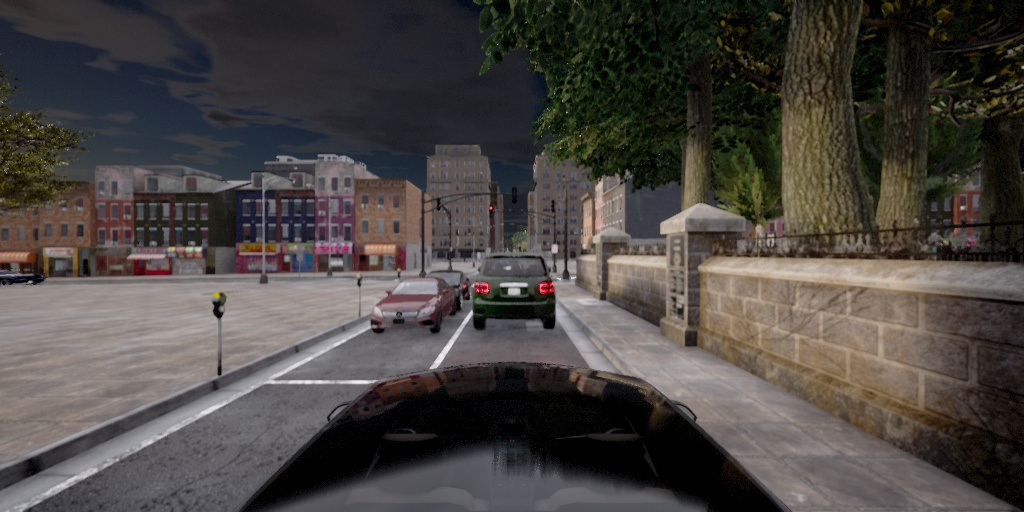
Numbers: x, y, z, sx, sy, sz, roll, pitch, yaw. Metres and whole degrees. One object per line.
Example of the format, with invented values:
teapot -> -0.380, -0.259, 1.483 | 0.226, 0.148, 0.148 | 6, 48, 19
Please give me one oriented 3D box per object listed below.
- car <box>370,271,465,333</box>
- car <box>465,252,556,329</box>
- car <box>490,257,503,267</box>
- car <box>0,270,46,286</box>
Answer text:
car -> -2.636, 1.274, 10.444 | 1.802, 1.307, 4.207 | 0, 0, 0
car -> 0.078, 0.910, 11.116 | 2.150, 2.045, 5.566 | 0, 0, 1
car -> -2.268, 0.919, 54.503 | 1.812, 1.442, 4.674 | 0, 0, 0
car -> -38.398, 1.681, 26.950 | 4.718, 1.301, 1.895 | -1, 0, 0
